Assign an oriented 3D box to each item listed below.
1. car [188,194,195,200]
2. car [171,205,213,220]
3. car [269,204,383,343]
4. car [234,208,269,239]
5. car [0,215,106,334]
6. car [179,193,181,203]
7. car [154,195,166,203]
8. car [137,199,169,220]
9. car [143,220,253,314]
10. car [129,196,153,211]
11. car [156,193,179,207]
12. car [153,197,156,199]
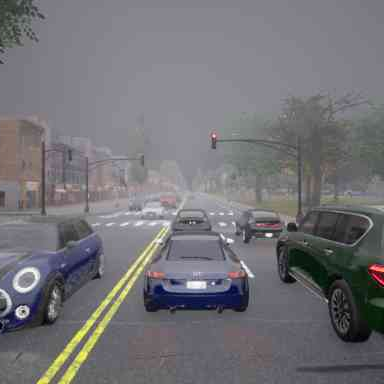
[{"bbox_3d":[-0.179,1.305,84.357,2.128,1.511,4.902,0,0,0],"label":"car"},{"bbox_3d":[0.006,1.582,16.633,1.837,1.490,4.892,0,0,1],"label":"car"},{"bbox_3d":[3.313,1.235,6.600,2.150,2.045,5.566,0,0,0],"label":"car"},{"bbox_3d":[3.260,1.581,16.462,1.837,1.490,4.892,0,0,0],"label":"car"},{"bbox_3d":[-3.362,1.367,7.046,2.097,1.767,4.553,0,0,0],"label":"car"},{"bbox_3d":[-3.403,1.136,68.847,2.150,2.045,5.566,0,0,0],"label":"car"},{"bbox_3d":[-6.646,1.456,68.974,2.033,1.411,5.357,0,1,0],"label":"car"},{"bbox_3d":[-3.413,1.660,29.822,1.812,1.442,4.674,0,0,0],"label":"car"},{"bbox_3d":[0.064,1.583,7.746,1.994,1.385,4.181,0,0,0],"label":"car"},{"bbox_3d":[-6.688,1.470,42.600,2.097,1.767,4.553,0,0,0],"label":"car"},{"bbox_3d":[-3.449,1.318,47.192,2.150,2.045,5.566,0,0,0],"label":"car"},{"bbox_3d":[-6.707,1.598,55.285,1.994,1.385,4.181,0,0,0],"label":"car"}]
